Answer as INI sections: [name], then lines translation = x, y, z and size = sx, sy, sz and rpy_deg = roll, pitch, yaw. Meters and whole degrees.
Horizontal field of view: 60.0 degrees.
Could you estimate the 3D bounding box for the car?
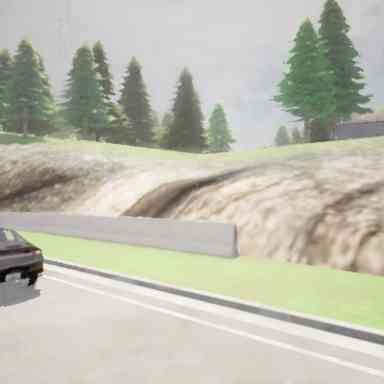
[car]
translation = -5.713, 1.621, 8.583
size = 4.902, 1.511, 2.128
rpy_deg = -1, -1, 38
